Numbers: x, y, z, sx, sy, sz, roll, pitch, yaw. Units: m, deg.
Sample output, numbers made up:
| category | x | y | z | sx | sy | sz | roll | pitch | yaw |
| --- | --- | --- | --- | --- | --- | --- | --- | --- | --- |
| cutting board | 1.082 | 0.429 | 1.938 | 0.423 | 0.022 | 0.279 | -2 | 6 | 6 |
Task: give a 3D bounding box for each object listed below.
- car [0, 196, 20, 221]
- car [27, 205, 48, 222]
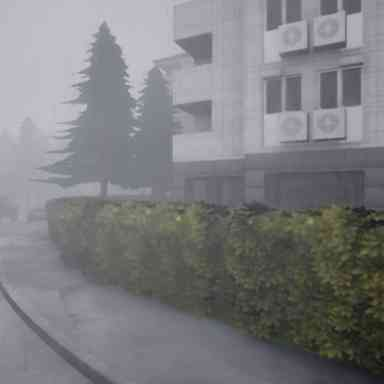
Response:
| category | x | y | z | sx | sy | sz | roll | pitch | yaw |
| --- | --- | --- | --- | --- | --- | --- | --- | --- | --- |
| car | -15.680 | 1.343 | 25.857 | 2.150 | 2.045 | 5.566 | 0 | 0 | 1 |
| car | -11.846 | 1.720 | 27.687 | 1.994 | 1.385 | 4.181 | 0 | 0 | 2 |
